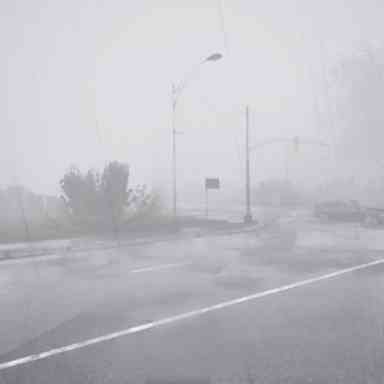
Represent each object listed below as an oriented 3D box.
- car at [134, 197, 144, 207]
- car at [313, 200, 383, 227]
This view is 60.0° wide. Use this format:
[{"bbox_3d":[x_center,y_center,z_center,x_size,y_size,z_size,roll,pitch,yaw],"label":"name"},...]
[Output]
[{"bbox_3d":[-5.084,1.297,39.179,1.812,1.442,4.674,-1,1,-39],"label":"car"},{"bbox_3d":[9.944,1.268,20.546,2.128,1.511,4.902,-1,1,-39],"label":"car"}]
